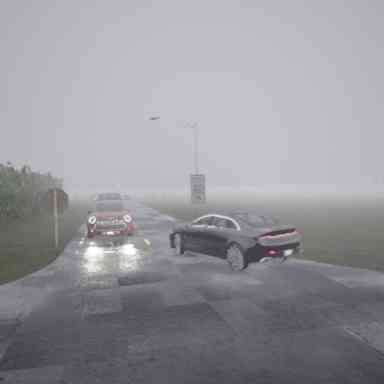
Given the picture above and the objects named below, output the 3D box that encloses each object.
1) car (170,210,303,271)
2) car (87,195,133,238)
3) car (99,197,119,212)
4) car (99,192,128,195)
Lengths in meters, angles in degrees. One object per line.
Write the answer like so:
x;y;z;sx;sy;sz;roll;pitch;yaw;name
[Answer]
1.089;1.340;10.486;2.128;1.511;4.902;-3;1;-35;car
-4.232;1.244;17.193;2.097;1.767;4.553;-2;1;-14;car
-9.192;1.301;36.966;1.994;1.385;4.181;-2;1;-13;car
-6.674;1.039;26.914;2.150;2.045;5.566;-2;1;-14;car
